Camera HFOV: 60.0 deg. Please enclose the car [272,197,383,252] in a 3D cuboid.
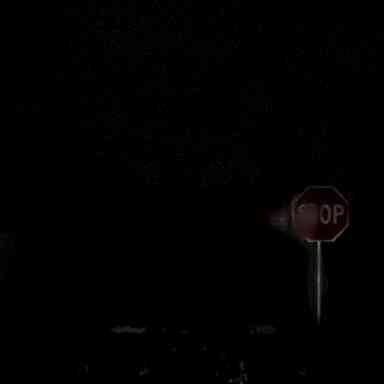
[{"bbox_3d":[5.990,1.209,13.870,5.566,2.045,2.150,0,-2,-23],"label":"car"}]
